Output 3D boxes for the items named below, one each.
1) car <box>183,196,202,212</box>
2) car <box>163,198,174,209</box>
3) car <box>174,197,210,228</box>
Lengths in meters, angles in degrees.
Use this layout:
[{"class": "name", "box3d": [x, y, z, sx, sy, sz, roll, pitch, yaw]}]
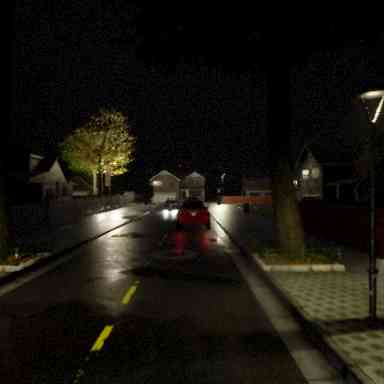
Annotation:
[{"class": "car", "box3d": [0.086, 1.377, 39.283, 2.097, 1.767, 4.553, 0, 0, 0]}, {"class": "car", "box3d": [-2.766, 1.549, 45.351, 2.128, 1.511, 4.902, 0, 0, 0]}, {"class": "car", "box3d": [0.093, 1.368, 22.254, 2.097, 1.767, 4.553, 0, 0, 0]}]
